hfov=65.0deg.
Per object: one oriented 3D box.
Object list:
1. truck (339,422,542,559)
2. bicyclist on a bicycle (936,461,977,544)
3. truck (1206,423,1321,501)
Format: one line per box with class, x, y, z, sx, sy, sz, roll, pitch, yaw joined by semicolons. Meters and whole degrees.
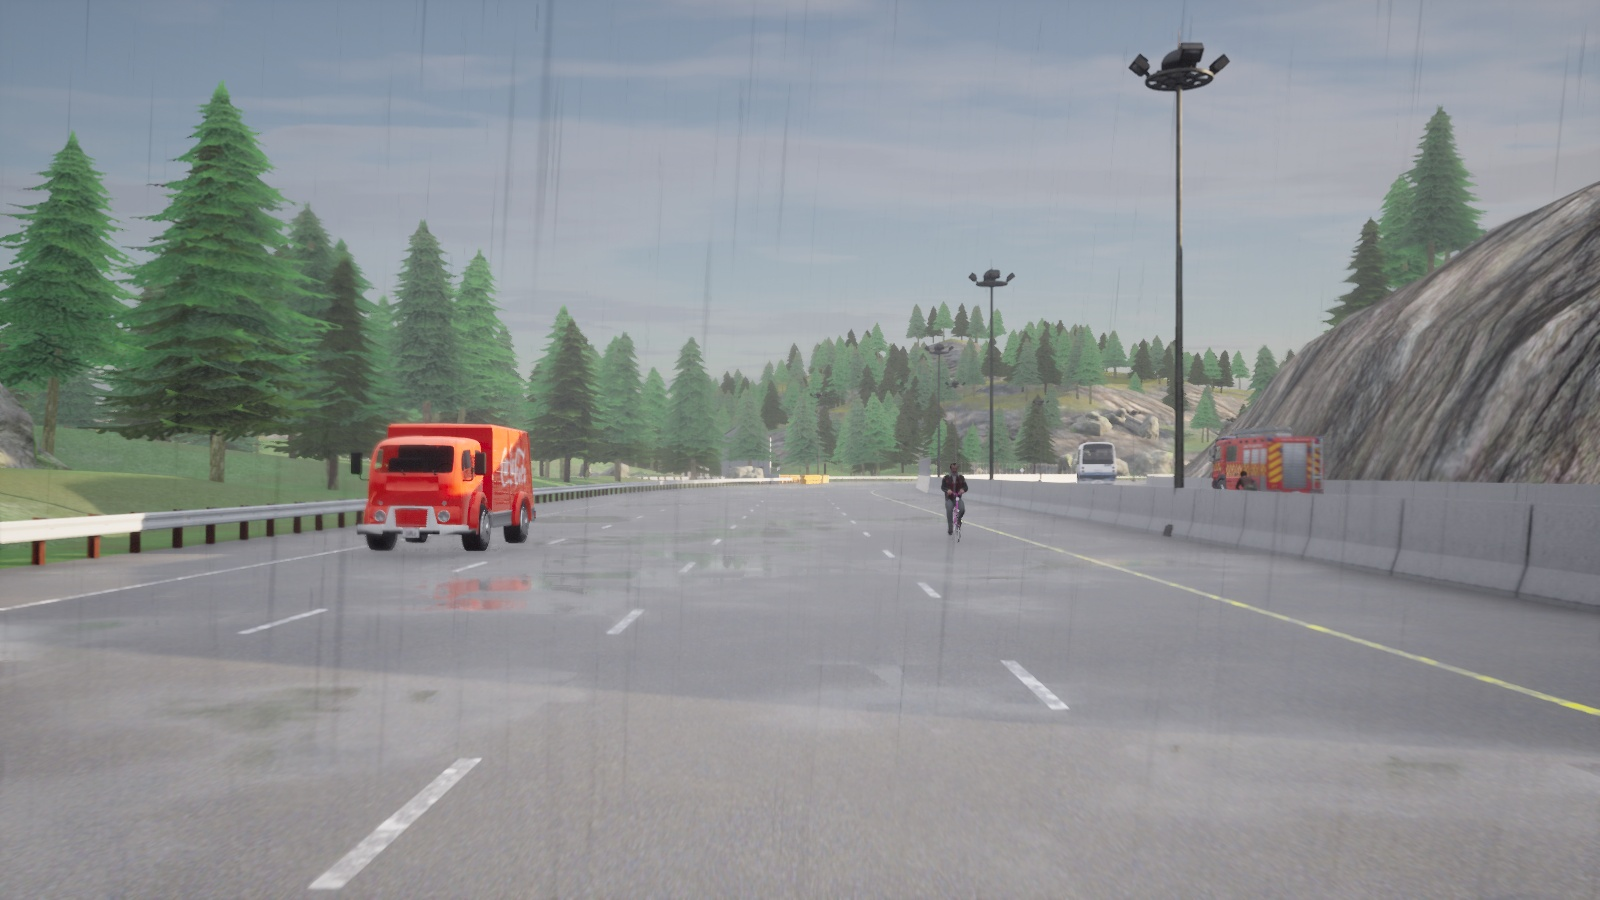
truck;-7.064;0.781;25.404;2.627;2.467;5.204;0;-1;0
bicyclist on a bicycle;3.432;1.135;27.689;0.659;1.776;1.843;0;-1;0
truck;24.334;0.664;66.393;2.891;3.827;8.468;0;-1;0
